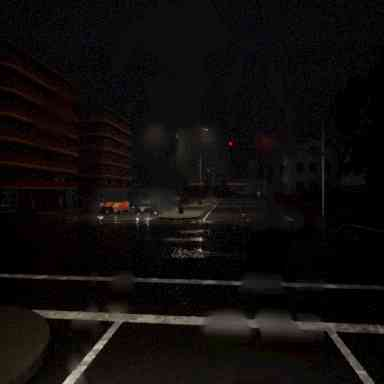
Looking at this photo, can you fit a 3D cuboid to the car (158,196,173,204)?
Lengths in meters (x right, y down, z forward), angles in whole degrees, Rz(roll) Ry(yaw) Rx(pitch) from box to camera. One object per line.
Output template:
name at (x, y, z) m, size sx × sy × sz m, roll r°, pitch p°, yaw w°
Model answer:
car at (-5.062, 1.556, 63.874) m, size 1.994 × 1.385 × 4.181 m, roll 0°, pitch 0°, yaw 6°

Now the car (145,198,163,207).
car at (-6.124, 1.594, 53.900) m, size 1.895 × 1.301 × 4.718 m, roll 0°, pitch 0°, yaw 6°

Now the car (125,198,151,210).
car at (-7.120, 1.540, 44.369) m, size 2.033 × 1.411 × 5.357 m, roll 0°, pitch 0°, yaw 6°

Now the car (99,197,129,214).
car at (-8.105, 1.348, 34.951) m, size 2.097 × 1.767 × 4.553 m, roll 0°, pitch 0°, yaw 6°

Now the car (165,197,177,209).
car at (-3.634, 1.595, 44.090) m, size 1.895 × 1.301 × 4.718 m, roll 0°, pitch 0°, yaw 6°

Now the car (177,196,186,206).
car at (-2.684, 1.485, 53.135) m, size 2.128 × 1.511 × 4.902 m, roll 0°, pitch 0°, yaw 6°

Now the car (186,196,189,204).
car at (-1.631, 1.497, 63.037) m, size 1.837 × 1.490 × 4.892 m, roll 0°, pitch 0°, yaw 7°

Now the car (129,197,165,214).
car at (-4.590, 1.487, 34.880) m, size 2.128 × 1.511 × 4.902 m, roll 0°, pitch 0°, yaw 6°
